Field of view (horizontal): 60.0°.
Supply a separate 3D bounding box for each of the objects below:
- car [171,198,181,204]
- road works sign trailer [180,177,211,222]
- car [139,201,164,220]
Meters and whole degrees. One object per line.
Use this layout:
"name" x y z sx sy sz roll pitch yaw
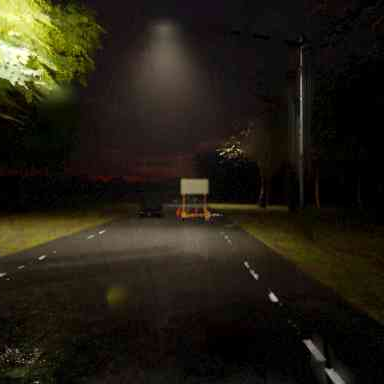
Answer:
"car" -3.499 1.927 71.694 1.812 1.442 4.674 0 0 0
"road works sign trailer" 0.195 0.596 27.691 2.380 3.560 2.880 0 0 -8
"car" -3.596 1.622 30.303 1.882 1.535 5.008 0 0 0
